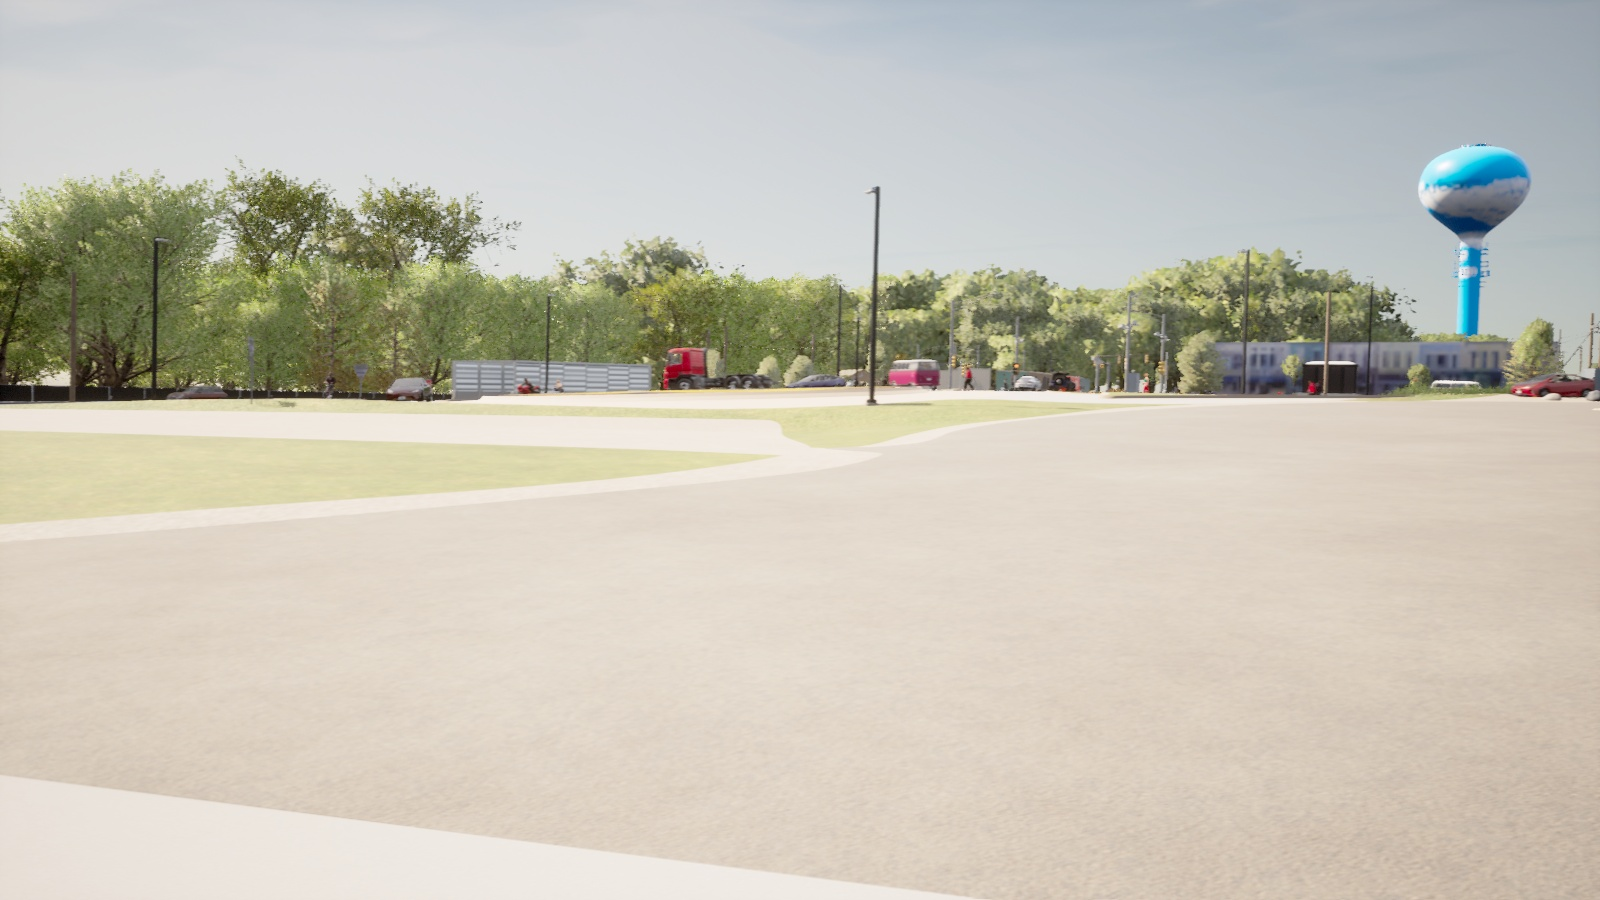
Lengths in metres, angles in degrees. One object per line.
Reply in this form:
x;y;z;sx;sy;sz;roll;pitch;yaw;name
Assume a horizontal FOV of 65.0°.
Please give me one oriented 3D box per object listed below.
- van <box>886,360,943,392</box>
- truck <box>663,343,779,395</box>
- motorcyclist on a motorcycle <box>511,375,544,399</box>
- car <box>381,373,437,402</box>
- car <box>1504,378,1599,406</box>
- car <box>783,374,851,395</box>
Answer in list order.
7.314;-4.746;80.961;1.775;1.987;4.442;-1;3;-23;van
-5.745;-5.832;91.224;7.936;3.462;2.891;0;1;21;truck
-18.225;-4.221;83.980;0.797;1.523;2.044;-2;1;40;motorcyclist on a motorcycle
-22.096;-3.521;71.201;2.163;1.488;4.792;-3;3;-7;car
42.679;-3.280;71.281;4.514;1.525;2.007;0;2;-12;car
1.314;-5.115;97.702;4.792;1.488;2.163;-2;5;-25;car
